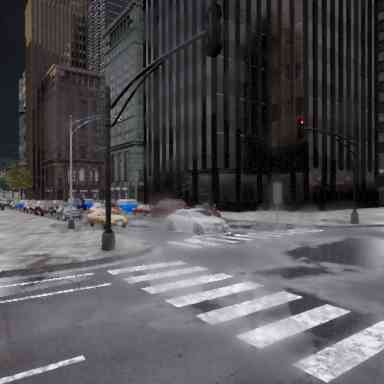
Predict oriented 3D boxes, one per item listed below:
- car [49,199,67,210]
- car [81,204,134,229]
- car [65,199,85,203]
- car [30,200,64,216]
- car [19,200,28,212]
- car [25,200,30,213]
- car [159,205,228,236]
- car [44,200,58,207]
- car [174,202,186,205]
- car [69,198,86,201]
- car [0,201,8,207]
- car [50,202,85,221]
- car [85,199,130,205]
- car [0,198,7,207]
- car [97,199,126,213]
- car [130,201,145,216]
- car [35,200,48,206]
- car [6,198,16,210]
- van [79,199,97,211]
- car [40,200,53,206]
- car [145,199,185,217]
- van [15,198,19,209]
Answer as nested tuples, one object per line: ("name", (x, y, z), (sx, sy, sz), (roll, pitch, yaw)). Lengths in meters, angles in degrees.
("car", (-24.054, 2.170, 59.570), (2.097, 1.767, 4.553), (0, -1, -35))
("car", (-6.276, 1.843, 24.379), (1.752, 1.417, 4.829), (-1, 0, -35))
("car", (-15.711, 2.072, 42.321), (2.128, 1.511, 4.902), (0, -1, -35))
("car", (-17.693, 1.900, 40.453), (2.192, 1.841, 5.009), (-1, 0, -35))
("car", (-23.346, 2.157, 48.420), (1.967, 1.590, 4.097), (-1, 0, -35))
("car", (-20.516, 2.196, 44.437), (1.887, 1.381, 4.507), (-1, 0, -35))
("car", (0.150, 1.734, 20.081), (1.812, 1.442, 4.674), (0, -1, -37))
("car", (-31.714, 2.595, 74.936), (1.947, 1.339, 4.313), (-1, 0, -35))
("car", (0.586, 1.829, 29.445), (1.887, 1.381, 4.507), (-1, 0, -35))
("car", (-17.896, 1.898, 50.886), (2.150, 2.045, 5.566), (0, -1, -35))
("car", (-44.385, 2.770, 78.056), (1.802, 1.307, 4.206), (-1, 0, -35))
("car", (-12.030, 2.004, 32.485), (2.008, 1.369, 4.403), (-1, 0, -35))
("car", (-8.098, 1.752, 31.564), (2.097, 1.767, 4.553), (0, -1, -35))
("car", (-41.273, 2.666, 73.672), (1.887, 1.381, 4.507), (-1, 0, -35))
("car", (-11.180, 1.875, 46.051), (2.192, 1.841, 5.009), (-1, 0, -35))
("car", (-5.294, 2.005, 37.748), (1.802, 1.307, 4.206), (-1, 0, -35))
("car", (-37.738, 2.710, 83.420), (2.008, 1.369, 4.403), (-1, 0, -35))
("car", (-31.935, 2.353, 60.517), (1.967, 1.590, 4.097), (-1, 0, -35))
("van", (-17.060, 2.038, 54.353), (1.690, 1.788, 3.998), (-1, 0, -35))
("car", (-34.726, 2.660, 79.178), (1.947, 1.339, 4.313), (-1, 0, -35))
("car", (-2.360, 1.669, 33.597), (2.192, 1.841, 5.009), (-1, 0, -35))
("van", (-26.177, 2.123, 52.404), (1.690, 1.788, 3.998), (-1, 0, -35))
